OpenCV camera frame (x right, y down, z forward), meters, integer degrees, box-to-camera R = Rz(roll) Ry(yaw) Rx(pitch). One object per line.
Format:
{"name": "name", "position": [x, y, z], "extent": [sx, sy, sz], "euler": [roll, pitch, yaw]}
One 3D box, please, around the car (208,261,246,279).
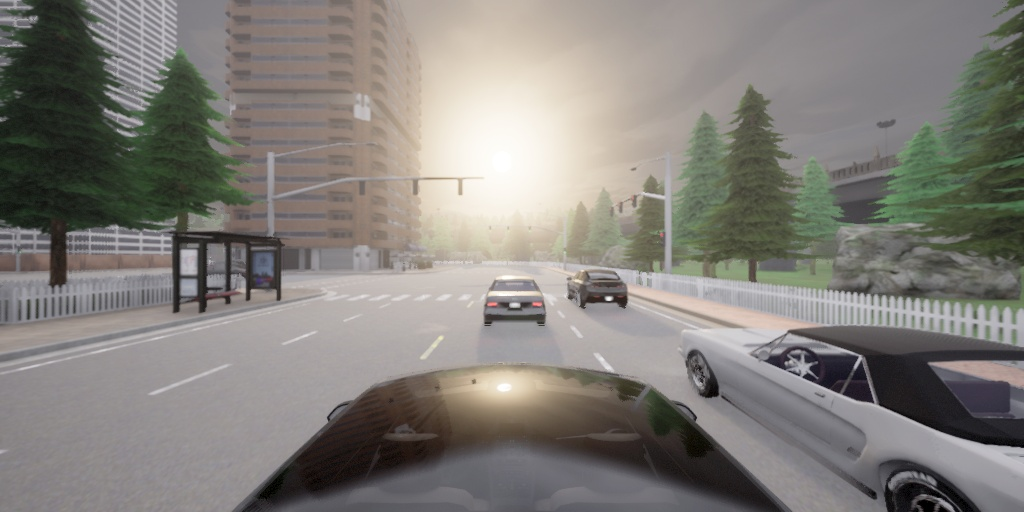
{"name": "car", "position": [-27.690, 1.490, 34.783], "extent": [4.674, 1.442, 1.812], "euler": [0, 0, 0]}

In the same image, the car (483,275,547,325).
{"name": "car", "position": [0.072, 1.346, 11.930], "extent": [2.033, 1.411, 5.357], "euler": [0, 0, 0]}

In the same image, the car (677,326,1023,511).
{"name": "car", "position": [3.543, 1.360, 3.583], "extent": [1.895, 1.301, 4.718], "euler": [0, 0, 0]}

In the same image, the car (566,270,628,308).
{"name": "car", "position": [3.558, 1.320, 15.577], "extent": [1.837, 1.490, 4.892], "euler": [0, 0, 0]}

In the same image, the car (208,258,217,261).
{"name": "car", "position": [-30.808, 1.334, 38.284], "extent": [4.553, 1.767, 2.097], "euler": [0, 0, 0]}
